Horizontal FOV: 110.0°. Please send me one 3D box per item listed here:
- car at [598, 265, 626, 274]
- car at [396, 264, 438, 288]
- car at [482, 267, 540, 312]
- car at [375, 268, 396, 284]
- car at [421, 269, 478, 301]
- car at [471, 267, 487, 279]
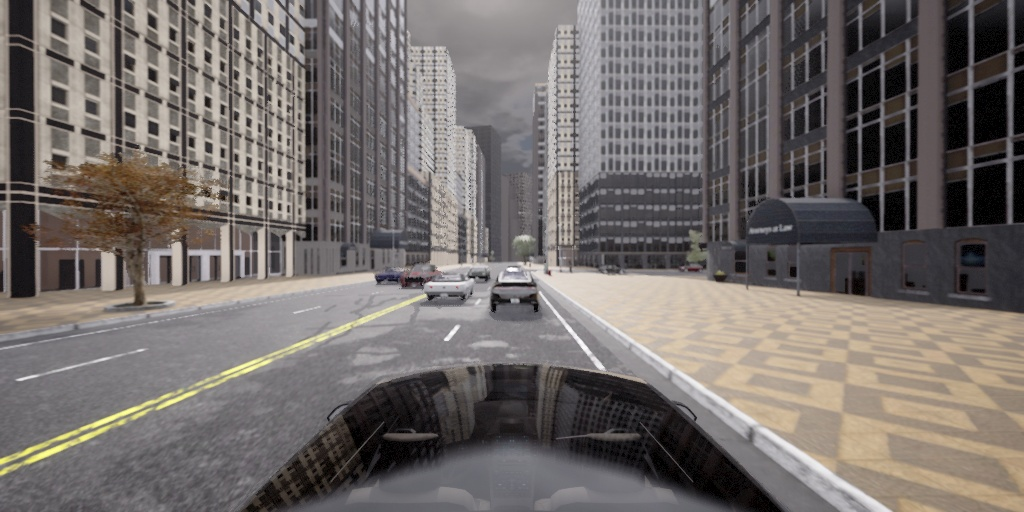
[{"bbox_3d":[16.031,2.179,57.555,4.403,1.370,2.007,0,0,-1],"label":"car"},{"bbox_3d":[-6.549,1.365,26.200,2.097,1.767,4.553,0,-1,0],"label":"car"},{"bbox_3d":[0.116,1.386,15.082,2.128,1.511,4.902,0,-1,0],"label":"car"},{"bbox_3d":[-9.790,1.656,30.103,1.895,1.301,4.718,0,-1,0],"label":"car"},{"bbox_3d":[-3.120,1.535,18.808,1.895,1.301,4.718,0,-1,0],"label":"car"},{"bbox_3d":[-3.085,1.701,34.218,1.895,1.301,4.718,0,-1,0],"label":"car"}]
